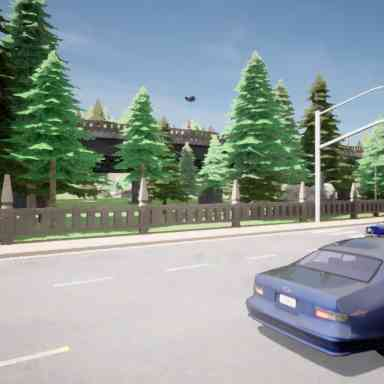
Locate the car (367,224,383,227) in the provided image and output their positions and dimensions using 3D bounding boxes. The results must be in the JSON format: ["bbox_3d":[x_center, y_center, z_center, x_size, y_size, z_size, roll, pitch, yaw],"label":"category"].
[{"bbox_3d":[9.276,1.597,13.803,4.718,1.301,1.895,0,0,-32],"label":"car"}]

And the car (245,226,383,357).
[{"bbox_3d":[3.461,1.546,5.898,5.357,1.411,2.033,0,0,-31],"label":"car"}]
